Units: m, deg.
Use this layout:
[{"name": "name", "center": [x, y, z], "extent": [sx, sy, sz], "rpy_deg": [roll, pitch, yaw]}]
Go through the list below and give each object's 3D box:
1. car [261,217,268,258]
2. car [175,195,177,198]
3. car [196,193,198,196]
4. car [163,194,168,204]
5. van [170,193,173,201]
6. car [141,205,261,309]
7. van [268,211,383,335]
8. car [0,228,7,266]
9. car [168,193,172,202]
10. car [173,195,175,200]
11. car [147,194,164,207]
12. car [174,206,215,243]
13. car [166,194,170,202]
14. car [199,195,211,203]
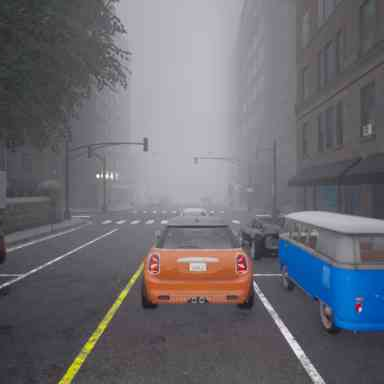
[{"name": "car", "center": [2.857, 1.563, 12.141], "extent": [1.947, 1.339, 4.313], "rpy_deg": [0, 0, 0]}, {"name": "car", "center": [-5.666, 1.287, 82.835], "extent": [2.192, 1.841, 5.009], "rpy_deg": [0, 0, 0]}, {"name": "car", "center": [2.860, 1.503, 93.930], "extent": [1.752, 1.417, 4.829], "rpy_deg": [0, 0, 0]}, {"name": "car", "center": [-5.666, 1.520, 55.580], "extent": [2.008, 1.369, 4.403], "rpy_deg": [0, 0, 0]}, {"name": "van", "center": [-5.666, 1.309, 71.933], "extent": [1.690, 1.788, 3.998], "rpy_deg": [0, 0, 0]}, {"name": "car", "center": [0.103, 1.350, 8.035], "extent": [2.097, 1.767, 4.553], "rpy_deg": [0, 0, 0]}, {"name": "van", "center": [2.856, 1.340, 6.481], "extent": [1.690, 1.788, 3.998], "rpy_deg": [0, 0, 0]}, {"name": "car", "center": [-5.668, 1.314, 6.441], "extent": [2.192, 1.841, 5.009], "rpy_deg": [0, 0, 0]}, {"name": "car", "center": [-5.666, 1.512, 66.482], "extent": [1.887, 1.381, 4.507], "rpy_deg": [0, 0, 0]}, {"name": "car", "center": [-5.666, 1.520, 77.384], "extent": [2.008, 1.369, 4.403], "rpy_deg": [0, 0, 0]}, {"name": "car", "center": [-5.667, 1.496, 49.960], "extent": [1.752, 1.417, 4.829], "rpy_deg": [0, 0, 0]}, {"name": "car", "center": [0.102, 1.520, 17.036], "extent": [1.812, 1.442, 4.674], "rpy_deg": [0, 0, 0]}, {"name": "car", "center": [-5.666, 1.512, 61.032], "extent": [1.887, 1.381, 4.507], "rpy_deg": [0, 0, 0]}, {"name": "car", "center": [2.858, 1.407, 66.518], "extent": [1.967, 1.590, 4.097], "rpy_deg": [0, 0, 0]}]
